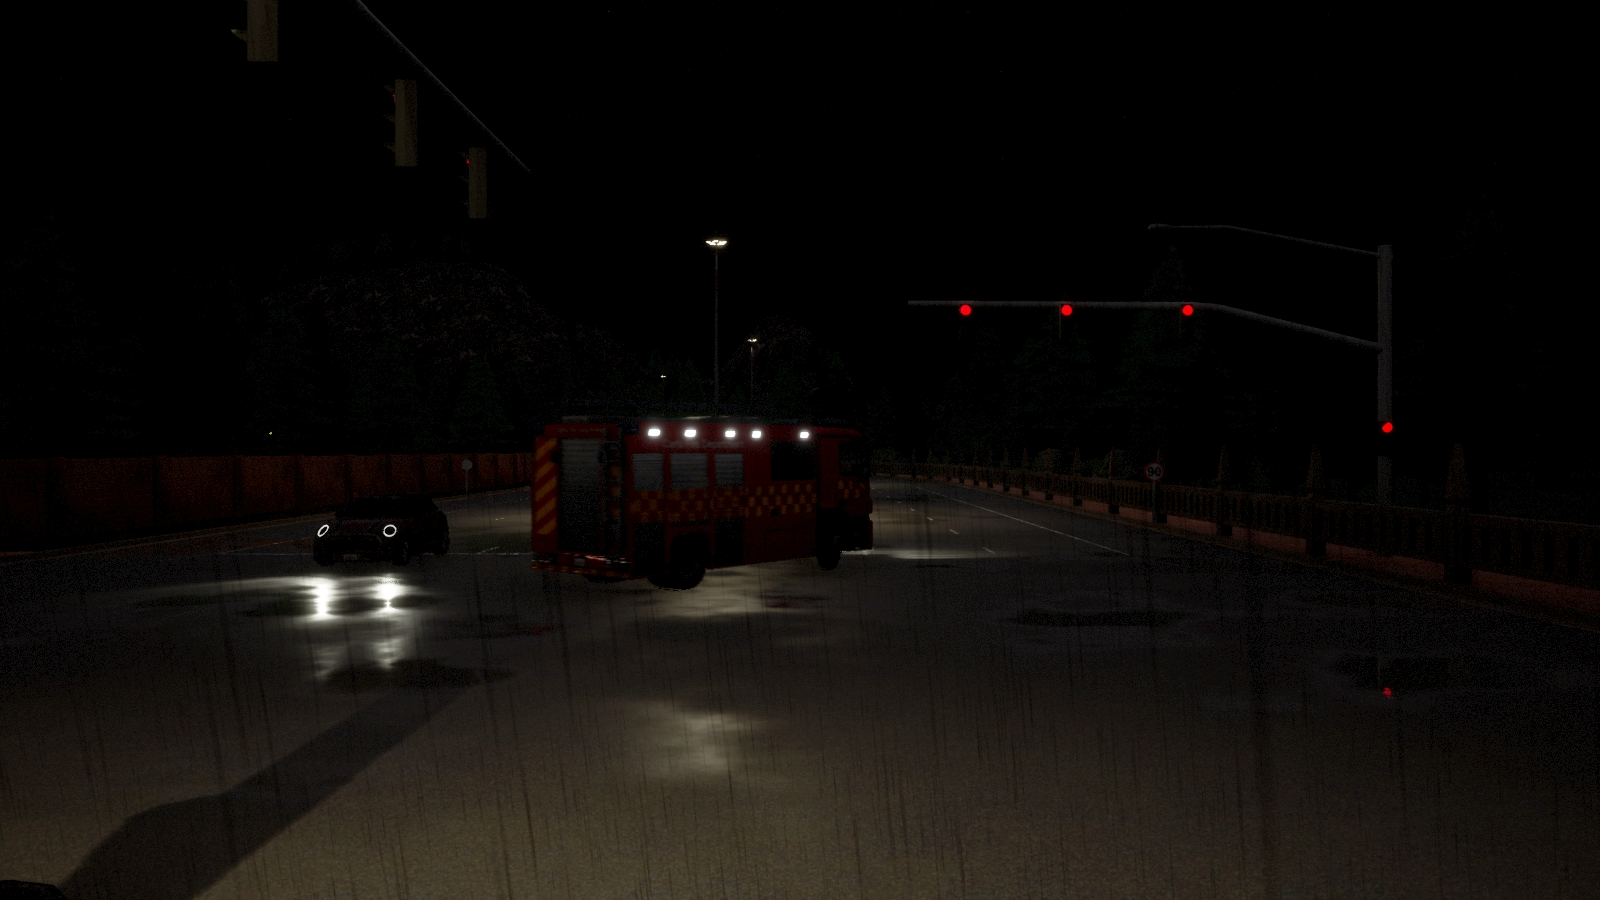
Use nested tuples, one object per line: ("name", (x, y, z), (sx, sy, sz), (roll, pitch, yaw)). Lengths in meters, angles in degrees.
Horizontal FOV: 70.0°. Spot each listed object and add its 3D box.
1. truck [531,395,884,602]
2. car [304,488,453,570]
("truck", (-1.671, 0.890, 25.425), (2.891, 3.827, 8.468), (0, 0, 37))
("car", (-10.504, 1.906, 28.861), (2.097, 1.767, 4.553), (0, 0, 0))
